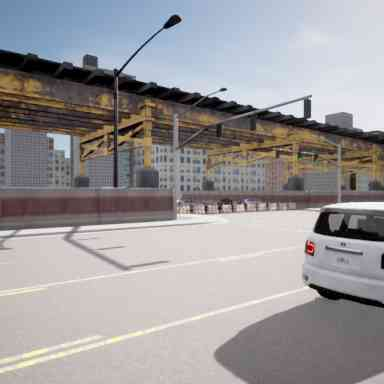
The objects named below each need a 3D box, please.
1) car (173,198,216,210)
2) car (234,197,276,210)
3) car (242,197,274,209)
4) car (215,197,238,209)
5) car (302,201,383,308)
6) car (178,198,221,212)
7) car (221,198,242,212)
[{"bbox_3d":[0.330,1.295,36.556,4.536,1.218,1.853,0,0,8],"label":"car"},{"bbox_3d":[8.052,1.452,42.975,4.974,1.542,2.038,0,0,-7],"label":"car"},{"bbox_3d":[8.000,1.295,42.969,4.536,1.218,1.853,0,0,-7],"label":"car"},{"bbox_3d":[4.148,1.295,39.275,1.853,1.218,4.536,0,0,18],"label":"car"},{"bbox_3d":[4.732,1.221,7.133,5.566,2.045,2.150,0,0,-35],"label":"car"},{"bbox_3d":[0.381,1.452,36.549,4.974,1.542,2.038,0,0,8],"label":"car"},{"bbox_3d":[4.133,1.452,39.225,2.038,1.542,4.974,0,0,18],"label":"car"}]
